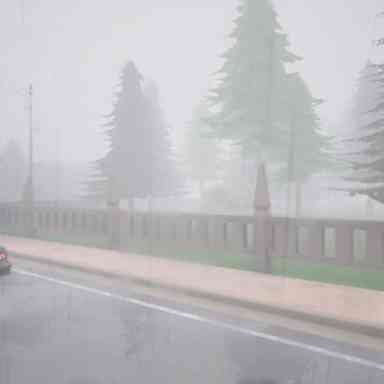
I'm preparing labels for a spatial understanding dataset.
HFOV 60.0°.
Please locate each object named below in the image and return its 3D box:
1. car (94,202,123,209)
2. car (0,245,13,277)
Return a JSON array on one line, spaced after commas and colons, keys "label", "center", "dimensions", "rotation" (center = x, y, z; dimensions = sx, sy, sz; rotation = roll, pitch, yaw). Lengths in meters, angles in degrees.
[{"label": "car", "center": [-11.992, 1.590, 47.190], "dimensions": [1.837, 1.490, 4.892], "rotation": [0, 0, 36]}, {"label": "car", "center": [-6.818, 1.572, 8.760], "dimensions": [5.357, 1.411, 2.033], "rotation": [0, 0, 36]}]
